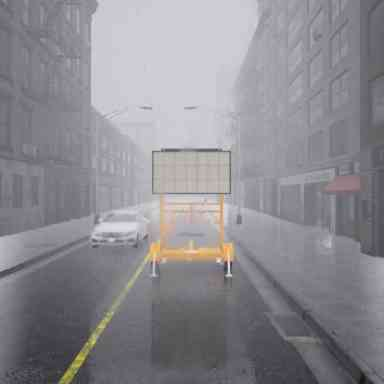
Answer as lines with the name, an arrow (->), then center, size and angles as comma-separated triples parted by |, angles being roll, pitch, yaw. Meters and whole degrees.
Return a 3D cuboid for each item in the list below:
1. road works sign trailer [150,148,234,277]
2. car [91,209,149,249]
road works sign trailer -> -0.013, 0.468, 10.262 | 2.380, 3.560, 2.880 | 0, 0, 0
car -> -3.020, 1.532, 14.767 | 1.812, 1.442, 4.674 | 0, 0, 0
